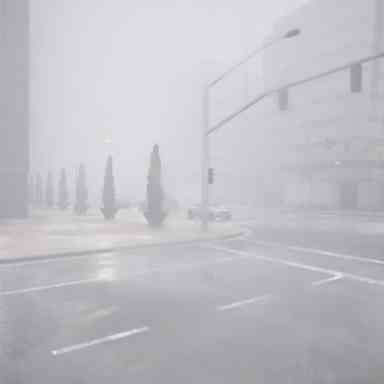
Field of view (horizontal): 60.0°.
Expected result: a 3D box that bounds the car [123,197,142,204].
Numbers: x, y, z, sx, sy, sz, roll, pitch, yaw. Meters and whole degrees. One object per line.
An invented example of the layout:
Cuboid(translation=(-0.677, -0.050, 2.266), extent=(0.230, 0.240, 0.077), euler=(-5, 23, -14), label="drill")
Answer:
Cuboid(translation=(-11.579, 1.613, 64.762), extent=(1.895, 1.301, 4.718), euler=(0, 0, -35), label="car")

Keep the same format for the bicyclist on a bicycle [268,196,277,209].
Cuboid(translation=(10.170, 1.314, 41.992), extent=(1.656, 1.620, 0.582), euler=(0, 0, -35), label="bicyclist on a bicycle")

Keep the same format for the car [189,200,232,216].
Cuboid(translation=(1.718, 1.534, 33.157), extent=(1.812, 1.442, 4.674), euler=(0, 0, -35), label="car")

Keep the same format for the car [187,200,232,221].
Cuboid(translation=(1.326, 1.533, 27.613), extent=(1.812, 1.442, 4.674), euler=(0, 0, -35), label="car")

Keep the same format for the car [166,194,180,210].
Cuboid(translation=(-3.651, 1.230, 40.854), extent=(2.150, 2.045, 5.566), euler=(0, 0, -35), label="car")

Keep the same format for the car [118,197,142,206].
Cuboid(translation=(-10.868, 1.558, 57.658), extent=(2.033, 1.411, 5.357), euler=(0, 0, -35), label="car")

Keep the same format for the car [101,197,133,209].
Cuboid(translation=(-9.770, 1.609, 43.519), extent=(1.895, 1.301, 4.718), euler=(0, 0, -35), label="car")

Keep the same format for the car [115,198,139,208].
Cuboid(translation=(-9.686, 1.573, 49.537), extent=(1.994, 1.385, 4.181), euler=(0, 0, -35), label="car")

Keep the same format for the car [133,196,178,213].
Cuboid(translation=(-3.971, 1.499, 35.202), extent=(2.128, 1.511, 4.902), euler=(0, 0, -35), label="car")
